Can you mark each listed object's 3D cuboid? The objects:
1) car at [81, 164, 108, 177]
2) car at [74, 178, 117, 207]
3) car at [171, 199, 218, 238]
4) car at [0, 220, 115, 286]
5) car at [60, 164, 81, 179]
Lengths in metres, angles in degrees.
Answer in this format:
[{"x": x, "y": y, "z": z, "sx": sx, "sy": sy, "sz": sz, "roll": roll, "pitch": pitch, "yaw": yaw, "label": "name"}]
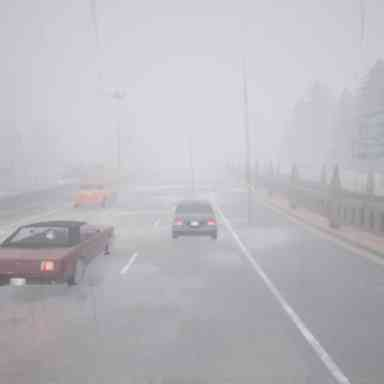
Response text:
[{"x": -13.923, "y": -3.067, "z": 48.730, "sx": 2.150, "sy": 2.045, "sz": 5.566, "roll": 0, "pitch": 7, "yaw": 0, "label": "car"}, {"x": -6.903, "y": 0.001, "z": 24.290, "sx": 2.097, "sy": 1.767, "sz": 4.553, "roll": 0, "pitch": 6, "yaw": 0, "label": "car"}, {"x": 0.097, "y": 1.021, "z": 14.428, "sx": 2.033, "sy": 1.411, "sz": 5.357, "roll": 0, "pitch": 4, "yaw": 0, "label": "car"}, {"x": -3.401, "y": 1.378, "z": 8.726, "sx": 1.895, "sy": 1.301, "sz": 4.718, "roll": 0, "pitch": 2, "yaw": 0, "label": "car"}, {"x": -17.418, "y": -3.005, "z": 49.041, "sx": 2.150, "sy": 2.045, "sz": 5.566, "roll": 0, "pitch": 7, "yaw": 0, "label": "car"}]
